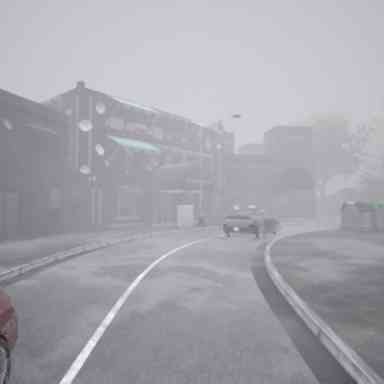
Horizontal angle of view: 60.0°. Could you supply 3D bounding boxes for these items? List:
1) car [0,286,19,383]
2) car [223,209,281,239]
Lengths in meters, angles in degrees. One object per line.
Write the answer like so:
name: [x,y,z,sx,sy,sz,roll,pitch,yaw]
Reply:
car: [-3.015,1.532,2.240,1.812,1.442,4.674,0,0,1]
car: [3.381,1.666,18.206,2.128,1.511,4.902,-2,-3,31]
